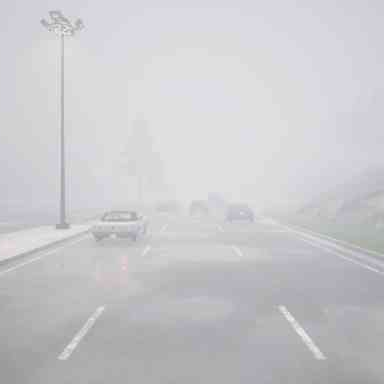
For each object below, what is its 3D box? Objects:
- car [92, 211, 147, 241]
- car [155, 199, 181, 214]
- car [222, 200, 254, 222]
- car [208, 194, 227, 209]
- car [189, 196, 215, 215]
[{"bbox_3d":[-3.404,1.599,16.605,1.895,1.301,4.718,0,0,0],"label":"car"},{"bbox_3d":[-2.469,1.524,35.444,1.812,1.442,4.674,0,0,10],"label":"car"},{"bbox_3d":[3.706,1.561,26.457,1.994,1.385,4.181,0,0,2],"label":"car"},{"bbox_3d":[3.410,1.218,44.490,2.150,2.045,5.566,0,0,16],"label":"car"},{"bbox_3d":[0.926,1.502,34.311,1.837,1.490,4.892,0,0,9],"label":"car"}]
